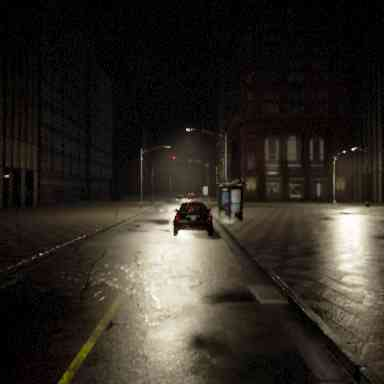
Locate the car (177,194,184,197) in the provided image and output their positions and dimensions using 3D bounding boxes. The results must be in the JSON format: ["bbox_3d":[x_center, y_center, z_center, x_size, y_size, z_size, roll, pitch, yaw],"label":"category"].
[{"bbox_3d":[-3.215,1.179,90.522,1.882,1.535,5.008,0,0,0],"label":"car"}]

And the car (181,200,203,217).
[{"bbox_3d":[0.019,1.518,31.490,1.994,1.385,4.181,0,0,0],"label":"car"}]

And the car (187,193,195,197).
[{"bbox_3d":[-0.203,1.202,84.917,1.895,1.301,4.718,0,0,0],"label":"car"}]

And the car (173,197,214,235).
[{"bbox_3d":[0.053,1.334,18.834,2.097,1.767,4.553,0,0,0],"label":"car"}]
